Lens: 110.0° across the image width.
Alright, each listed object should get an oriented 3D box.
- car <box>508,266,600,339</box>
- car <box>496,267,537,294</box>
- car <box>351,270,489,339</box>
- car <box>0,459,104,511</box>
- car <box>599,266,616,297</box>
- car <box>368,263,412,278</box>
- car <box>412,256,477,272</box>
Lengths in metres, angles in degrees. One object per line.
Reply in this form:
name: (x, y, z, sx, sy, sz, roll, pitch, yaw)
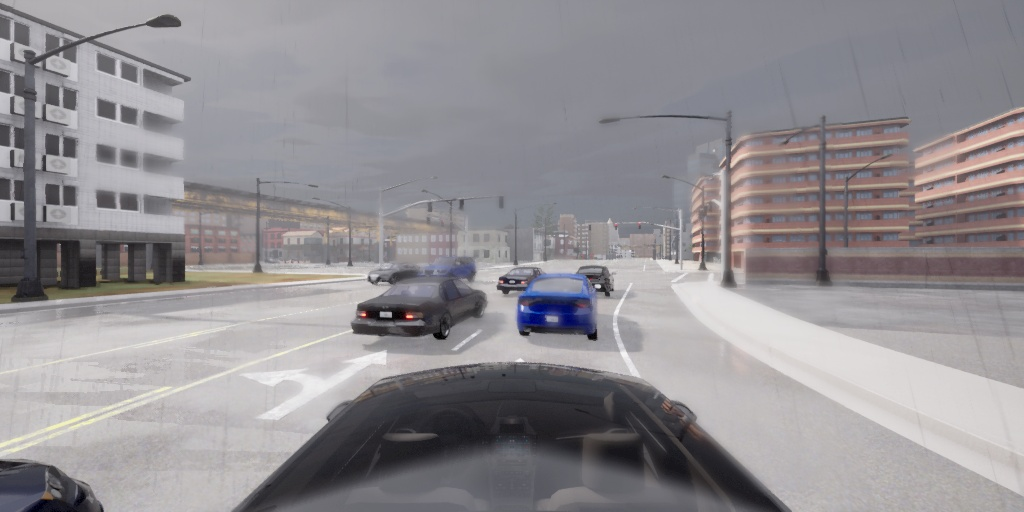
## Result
car: (1.473, 1.228, 10.232, 1.882, 1.535, 5.008, 0, 0, 14)
car: (0.875, 1.297, 19.709, 2.033, 1.411, 5.357, 0, 0, 20)
car: (-2.188, 1.297, 10.115, 2.033, 1.411, 5.357, 0, 0, 12)
car: (-3.229, 1.314, 0.207, 1.994, 1.385, 4.181, 0, 0, -1)
car: (4.392, 1.255, 19.157, 1.837, 1.490, 4.892, 0, 0, 19)
car: (-8.220, 1.243, 25.859, 2.128, 1.511, 4.902, 0, 0, 21)
car: (-4.458, 1.025, 25.880, 2.150, 2.045, 5.566, 0, 0, 21)
